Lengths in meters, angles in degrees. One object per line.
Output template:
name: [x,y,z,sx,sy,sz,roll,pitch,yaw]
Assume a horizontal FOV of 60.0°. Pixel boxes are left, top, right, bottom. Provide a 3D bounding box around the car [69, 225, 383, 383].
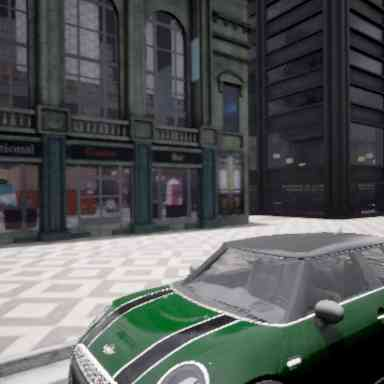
car: [0.981,1.351,3.954,4.553,1.767,2.097,0,0,-36]
